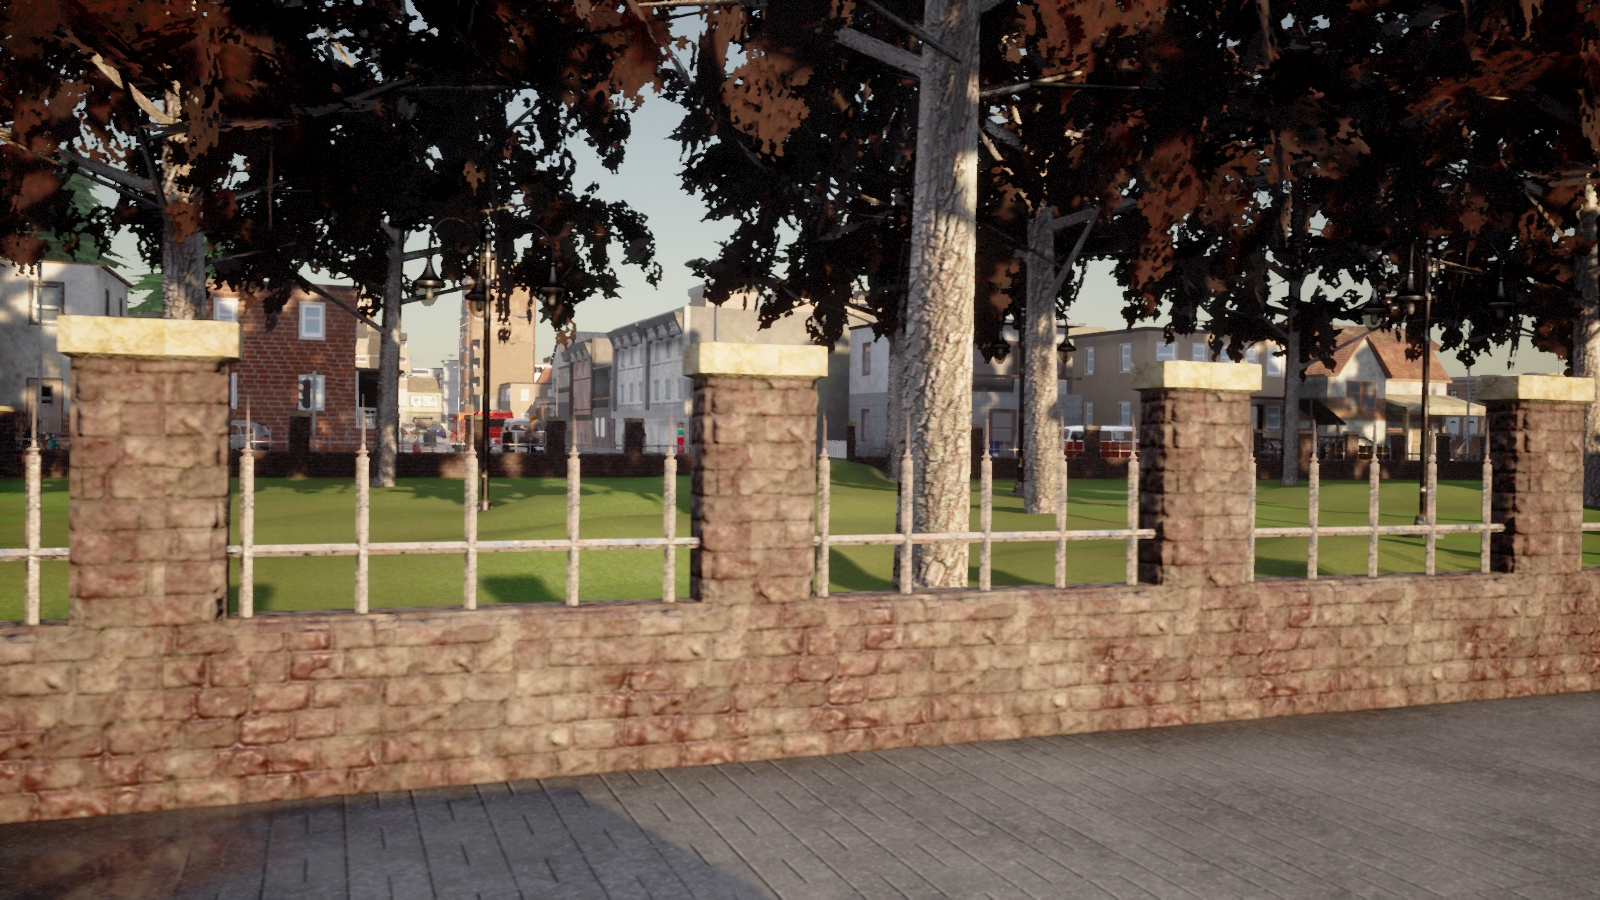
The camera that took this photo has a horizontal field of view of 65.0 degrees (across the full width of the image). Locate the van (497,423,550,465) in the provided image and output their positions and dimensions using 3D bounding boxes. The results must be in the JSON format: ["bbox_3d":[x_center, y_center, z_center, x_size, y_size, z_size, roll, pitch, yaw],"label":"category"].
[{"bbox_3d":[-14.134,-0.316,63.992,2.069,2.038,4.480,-1,0,-20],"label":"van"}]

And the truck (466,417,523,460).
[{"bbox_3d":[-18.223,-0.647,74.711,2.627,2.467,5.204,-1,0,-21],"label":"truck"}]

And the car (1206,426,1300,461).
[{"bbox_3d":[21.829,-0.325,60.511,3.988,1.617,1.851,-1,1,-21],"label":"car"}]

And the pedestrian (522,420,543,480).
[{"bbox_3d":[-8.325,-0.006,39.082,0.594,1.836,0.345,-1,1,-21],"label":"pedestrian"}]

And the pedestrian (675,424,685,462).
[{"bbox_3d":[-5.892,-0.353,61.762,0.345,1.836,0.594,0,1,11],"label":"pedestrian"}]

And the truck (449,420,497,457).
[{"bbox_3d":[-22.293,-0.788,85.447,2.627,2.467,5.204,-1,1,-21],"label":"truck"}]

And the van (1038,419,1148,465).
[{"bbox_3d":[13.377,-0.398,57.296,4.480,2.038,2.069,-1,1,-21],"label":"van"}]

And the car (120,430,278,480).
[{"bbox_3d":[-20.925,0.140,43.935,4.611,1.667,2.242,0,1,-15],"label":"car"}]

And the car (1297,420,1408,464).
[{"bbox_3d":[25.315,-0.383,57.556,4.605,1.855,1.932,-1,1,-21],"label":"car"}]
